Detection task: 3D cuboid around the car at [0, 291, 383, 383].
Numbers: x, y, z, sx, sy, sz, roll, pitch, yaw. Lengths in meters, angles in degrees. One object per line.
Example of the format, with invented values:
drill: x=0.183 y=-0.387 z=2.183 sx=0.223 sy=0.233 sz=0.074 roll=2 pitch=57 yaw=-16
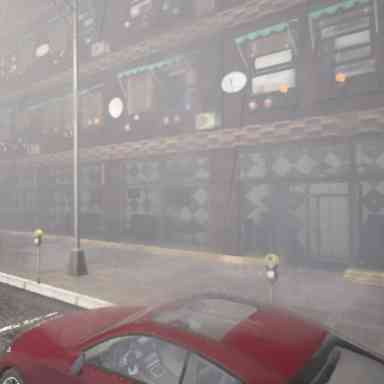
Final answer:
car: x=-0.023 y=1.593 z=2.898 sx=4.206 sy=1.307 sz=1.802 roll=0 pitch=-1 yaw=36
